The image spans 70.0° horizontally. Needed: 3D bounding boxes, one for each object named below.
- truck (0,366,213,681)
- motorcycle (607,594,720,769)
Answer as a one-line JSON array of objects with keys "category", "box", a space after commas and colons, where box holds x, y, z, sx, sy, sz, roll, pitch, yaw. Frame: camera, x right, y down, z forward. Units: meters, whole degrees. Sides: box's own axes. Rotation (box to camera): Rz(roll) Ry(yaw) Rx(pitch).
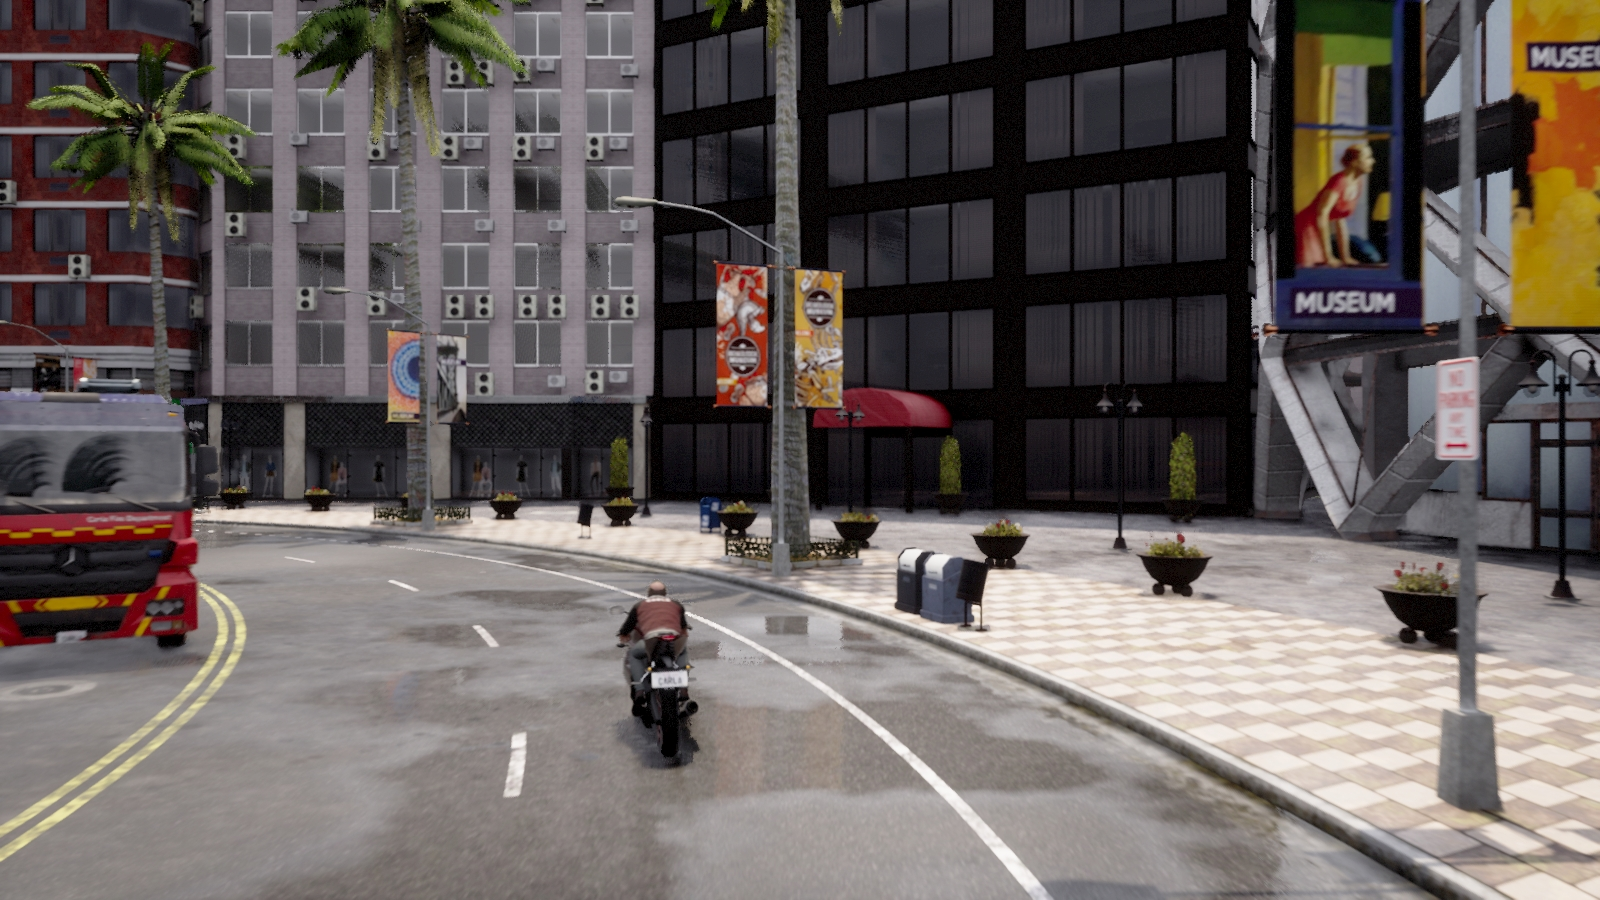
[{"category": "truck", "box": [-11.243, 0.890, 17.957, 2.891, 3.827, 8.468, 0, 0, -32]}, {"category": "motorcycle", "box": [-1.405, 2.204, 11.337, 0.867, 1.251, 2.209, -1, 0, -13]}]
